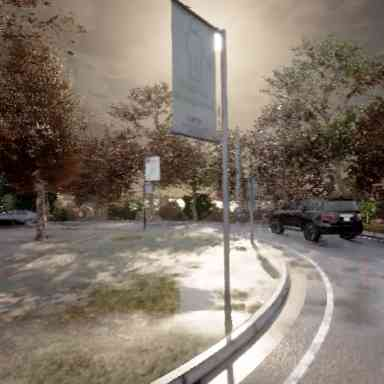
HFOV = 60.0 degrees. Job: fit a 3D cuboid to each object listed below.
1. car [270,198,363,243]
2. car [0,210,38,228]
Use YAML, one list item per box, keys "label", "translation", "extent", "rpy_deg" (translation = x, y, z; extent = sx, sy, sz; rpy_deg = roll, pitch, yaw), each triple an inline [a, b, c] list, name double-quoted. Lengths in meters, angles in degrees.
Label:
- label: "car"
  translation: [6.050, 1.302, 16.915]
  extent: [2.150, 2.045, 5.566]
  rpy_deg: [0, -1, -13]
- label: "car"
  translation: [-15.176, 2.278, 28.204]
  extent: [4.902, 1.511, 2.128]
  rpy_deg: [-1, -2, -15]
